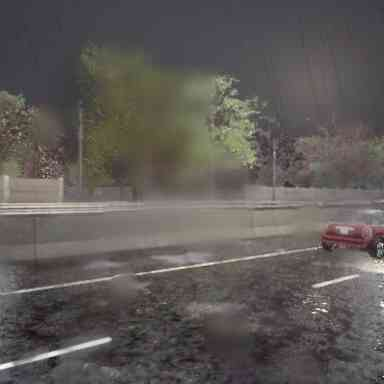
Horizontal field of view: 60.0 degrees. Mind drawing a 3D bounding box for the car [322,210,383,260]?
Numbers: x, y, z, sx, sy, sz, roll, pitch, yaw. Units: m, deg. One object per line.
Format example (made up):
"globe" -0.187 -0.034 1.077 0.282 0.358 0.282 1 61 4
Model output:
"car" 7.284 1.489 13.332 4.553 1.767 2.097 1 -1 -35
